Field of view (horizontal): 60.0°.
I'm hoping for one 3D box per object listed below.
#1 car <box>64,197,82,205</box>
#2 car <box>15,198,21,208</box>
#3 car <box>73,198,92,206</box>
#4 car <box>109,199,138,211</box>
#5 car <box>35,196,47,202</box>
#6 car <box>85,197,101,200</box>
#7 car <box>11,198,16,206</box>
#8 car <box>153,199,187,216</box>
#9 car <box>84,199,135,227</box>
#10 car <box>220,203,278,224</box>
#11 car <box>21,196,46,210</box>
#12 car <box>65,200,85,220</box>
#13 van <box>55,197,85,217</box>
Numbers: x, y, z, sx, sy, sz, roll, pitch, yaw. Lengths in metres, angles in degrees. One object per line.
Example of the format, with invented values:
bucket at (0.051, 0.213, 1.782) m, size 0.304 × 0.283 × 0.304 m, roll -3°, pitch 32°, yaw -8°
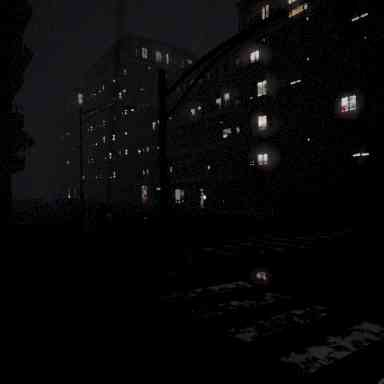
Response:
car at (-21.620, 1.645, 60.287) m, size 2.008 × 1.369 × 4.403 m, roll -1°, pitch 1°, yaw -36°
car at (-25.215, 1.770, 50.910) m, size 1.947 × 1.339 × 4.313 m, roll -1°, pitch 1°, yaw -36°
car at (-18.400, 1.643, 55.785) m, size 1.947 × 1.339 × 4.313 m, roll -1°, pitch 1°, yaw -36°
car at (-8.740, 1.581, 42.282) m, size 2.008 × 1.369 × 4.403 m, roll -1°, pitch 1°, yaw -36°
car at (-37.720, 1.728, 82.792) m, size 1.887 × 1.381 × 4.507 m, roll -1°, pitch 1°, yaw -36°
car at (-15.182, 1.501, 51.283) m, size 1.967 × 1.590 × 4.097 m, roll -1°, pitch 1°, yaw -36°
car at (-31.655, 1.782, 59.913) m, size 1.887 × 1.381 × 4.507 m, roll -1°, pitch 1°, yaw -36°
car at (-2.301, 1.440, 33.279) m, size 1.967 × 1.590 × 4.097 m, roll -1°, pitch 1°, yaw -36°
car at (-5.897, 1.552, 23.904) m, size 1.967 × 1.590 × 4.097 m, roll -1°, pitch 1°, yaw -36°
car at (4.041, 1.497, 24.417) m, size 1.752 × 1.417 × 4.829 m, roll -1°, pitch 1°, yaw -36°
car at (-21.997, 1.628, 46.408) m, size 1.967 × 1.590 × 4.097 m, roll -1°, pitch 1°, yaw -36°
car at (-9.016, 1.652, 28.267) m, size 1.752 × 1.417 × 4.829 m, roll -1°, pitch 1°, yaw -36°
van at (-12.338, 1.483, 32.904) m, size 1.690 × 1.788 × 3.998 m, roll -1°, pitch 1°, yaw -36°
